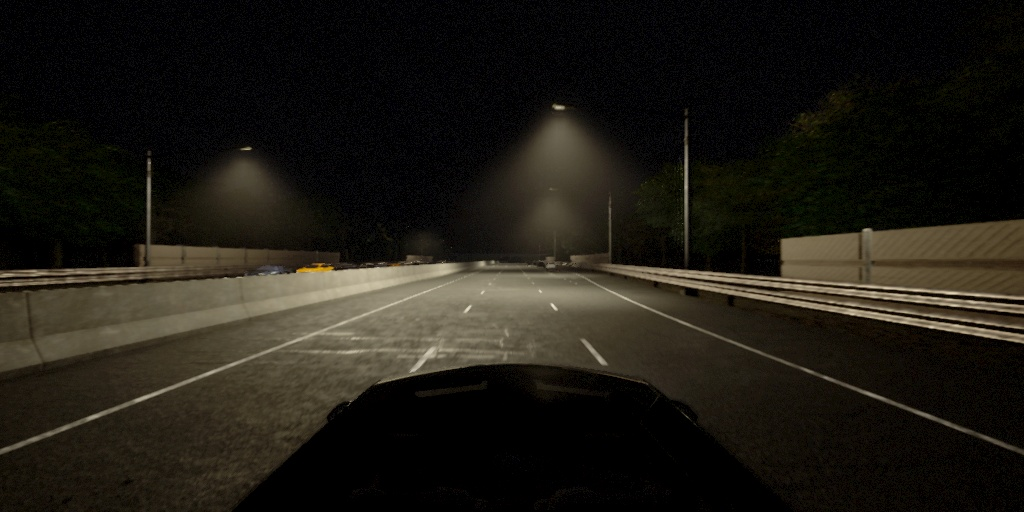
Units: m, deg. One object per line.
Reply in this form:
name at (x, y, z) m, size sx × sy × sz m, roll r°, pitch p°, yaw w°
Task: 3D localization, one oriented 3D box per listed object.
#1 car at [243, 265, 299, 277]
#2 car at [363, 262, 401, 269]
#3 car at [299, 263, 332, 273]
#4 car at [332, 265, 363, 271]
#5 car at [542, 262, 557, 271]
car at (-23.843, 1.609, 35.436) m, size 2.033 × 1.411 × 5.357 m, roll 0°, pitch -1°, yaw -3°
car at (-14.093, 1.661, 39.120) m, size 1.994 × 1.385 × 4.181 m, roll 0°, pitch -1°, yaw 0°
car at (-21.091, 1.570, 38.645) m, size 1.882 × 1.535 × 5.008 m, roll 0°, pitch 0°, yaw 0°
car at (-17.588, 1.666, 39.553) m, size 1.994 × 1.385 × 4.181 m, roll 0°, pitch -1°, yaw 0°
car at (6.984, 1.810, 64.447) m, size 1.812 × 1.442 × 4.674 m, roll 0°, pitch -1°, yaw 0°
